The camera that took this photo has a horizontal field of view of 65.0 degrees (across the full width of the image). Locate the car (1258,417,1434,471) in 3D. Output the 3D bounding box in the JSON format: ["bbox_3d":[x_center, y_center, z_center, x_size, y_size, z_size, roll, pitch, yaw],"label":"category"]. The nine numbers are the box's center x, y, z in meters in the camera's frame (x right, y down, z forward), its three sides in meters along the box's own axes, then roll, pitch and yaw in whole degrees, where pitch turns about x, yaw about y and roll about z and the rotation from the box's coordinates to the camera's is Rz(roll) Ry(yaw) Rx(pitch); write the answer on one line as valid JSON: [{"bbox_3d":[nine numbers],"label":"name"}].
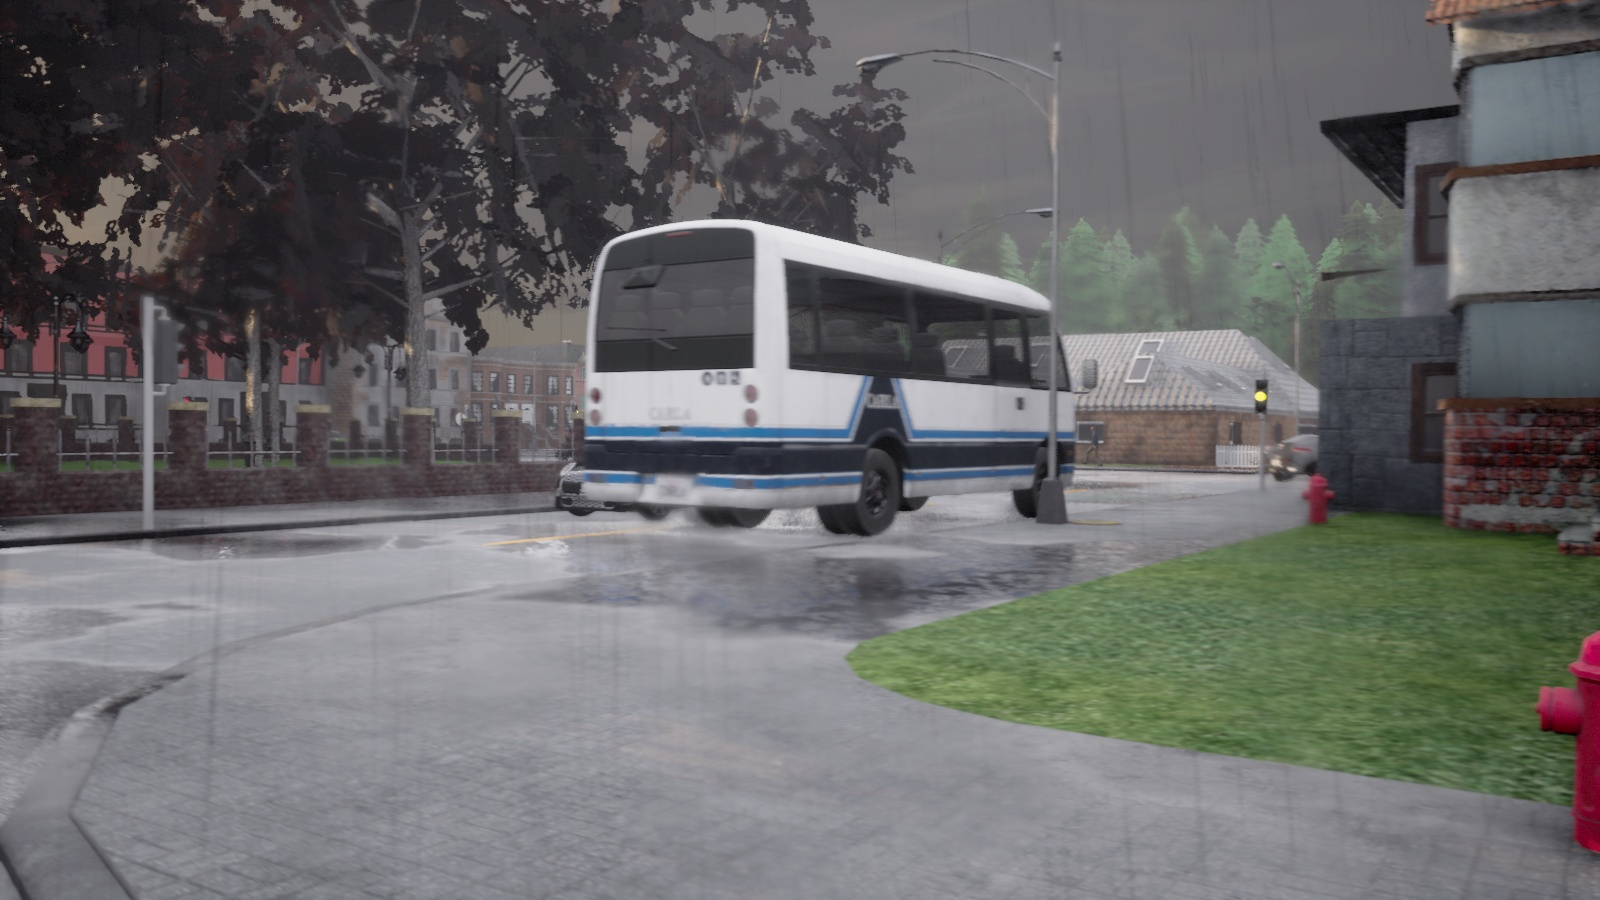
[{"bbox_3d":[17.688,-0.206,40.743,5.027,1.651,2.152,-1,0,-16],"label":"car"}]

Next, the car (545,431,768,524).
[{"bbox_3d":[-2.449,0.416,22.219,1.970,1.475,3.806,0,1,32],"label":"car"}]

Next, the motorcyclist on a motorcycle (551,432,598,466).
[{"bbox_3d":[-10.962,-0.050,60.991,2.350,1.649,0.766,0,1,32],"label":"motorcyclist on a motorcycle"}]

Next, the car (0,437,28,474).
[{"bbox_3d":[-36.121,0.271,53.325,1.801,1.575,5.366,0,1,34],"label":"car"}]

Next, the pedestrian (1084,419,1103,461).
[{"bbox_3d":[12.830,-0.426,54.911,0.726,1.842,0.402,0,1,33],"label":"pedestrian"}]

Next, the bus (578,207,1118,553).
[{"bbox_3d":[1.458,-0.942,20.785,3.944,4.253,10.273,0,1,35],"label":"bus"}]
